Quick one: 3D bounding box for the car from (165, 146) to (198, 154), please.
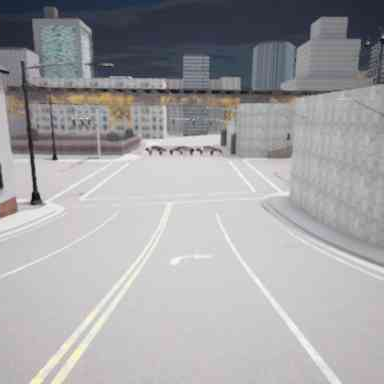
[{"bbox_3d":[-2.016,-7.988,63.061,4.974,1.542,2.038,-9,16,-35],"label":"car"}]

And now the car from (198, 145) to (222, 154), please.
[{"bbox_3d":[3.356,-8.123,63.799,4.974,1.542,2.038,7,14,28],"label":"car"}]

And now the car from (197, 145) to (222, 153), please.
[{"bbox_3d":[3.312,-8.283,63.788,4.536,1.218,1.853,7,14,28],"label":"car"}]

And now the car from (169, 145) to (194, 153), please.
[{"bbox_3d":[-1.974,-8.148,63.057,4.536,1.218,1.853,-9,16,-35],"label":"car"}]

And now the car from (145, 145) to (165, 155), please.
[{"bbox_3d":[-6.624,-8.019,63.079,4.974,1.542,2.038,12,17,43],"label":"car"}]

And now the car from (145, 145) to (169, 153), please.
[{"bbox_3d":[-6.661,-8.181,63.079,4.536,1.218,1.853,12,17,43],"label":"car"}]
